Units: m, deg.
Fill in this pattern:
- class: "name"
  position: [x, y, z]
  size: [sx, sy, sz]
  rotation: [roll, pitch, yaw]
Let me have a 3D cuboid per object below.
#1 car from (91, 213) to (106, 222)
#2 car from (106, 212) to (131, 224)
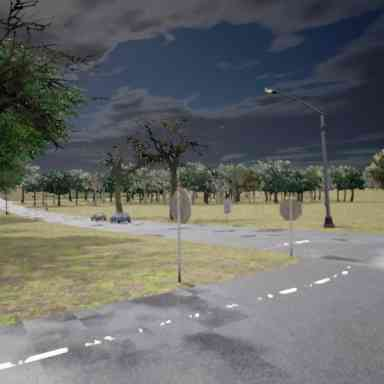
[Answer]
- class: "car"
  position: [-17.041, 4.584, 60.688]
  size: [1.812, 1.442, 4.674]
  rotation: [-1, -2, -34]
- class: "car"
  position: [-11.406, 3.993, 52.468]
  size: [2.097, 1.767, 4.553]
  rotation: [-1, -2, -34]
